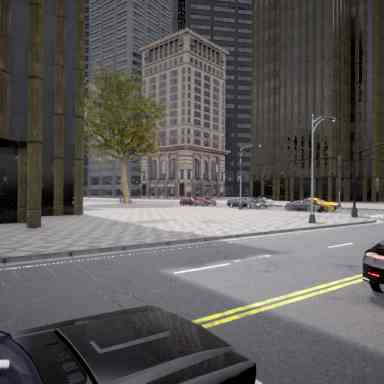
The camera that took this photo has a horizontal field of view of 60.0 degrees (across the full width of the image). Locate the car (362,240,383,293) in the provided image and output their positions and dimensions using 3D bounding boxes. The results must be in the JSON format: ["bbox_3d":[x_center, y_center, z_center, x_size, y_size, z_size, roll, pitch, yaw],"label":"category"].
[{"bbox_3d":[5.816,1.492,7.584,4.902,1.511,2.128,0,0,-35],"label":"car"}]

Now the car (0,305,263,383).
[{"bbox_3d":[-1.706,1.601,2.224,4.718,1.301,1.895,0,0,-36],"label":"car"}]

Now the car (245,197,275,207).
[{"bbox_3d":[10.902,1.575,53.418,1.812,1.442,4.674,1,0,-40],"label":"car"}]

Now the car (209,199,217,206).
[{"bbox_3d":[1.914,1.507,53.541,1.812,1.442,4.674,1,0,-41],"label":"car"}]

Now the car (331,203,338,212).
[{"bbox_3d":[14.395,1.462,38.573,1.882,1.535,5.008,1,0,-38],"label":"car"}]

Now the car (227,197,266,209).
[{"bbox_3d":[6.655,1.444,42.985,2.128,1.511,4.902,1,0,-40],"label":"car"}]

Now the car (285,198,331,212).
[{"bbox_3d":[12.245,1.516,36.038,1.994,1.385,4.181,1,0,-39],"label":"car"}]

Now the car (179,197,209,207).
[{"bbox_3d":[-0.027,1.475,50.839,1.812,1.442,4.674,1,0,-41],"label":"car"}]

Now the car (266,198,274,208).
[{"bbox_3d":[8.414,1.476,45.945,2.128,1.511,4.902,1,0,-40],"label":"car"}]
